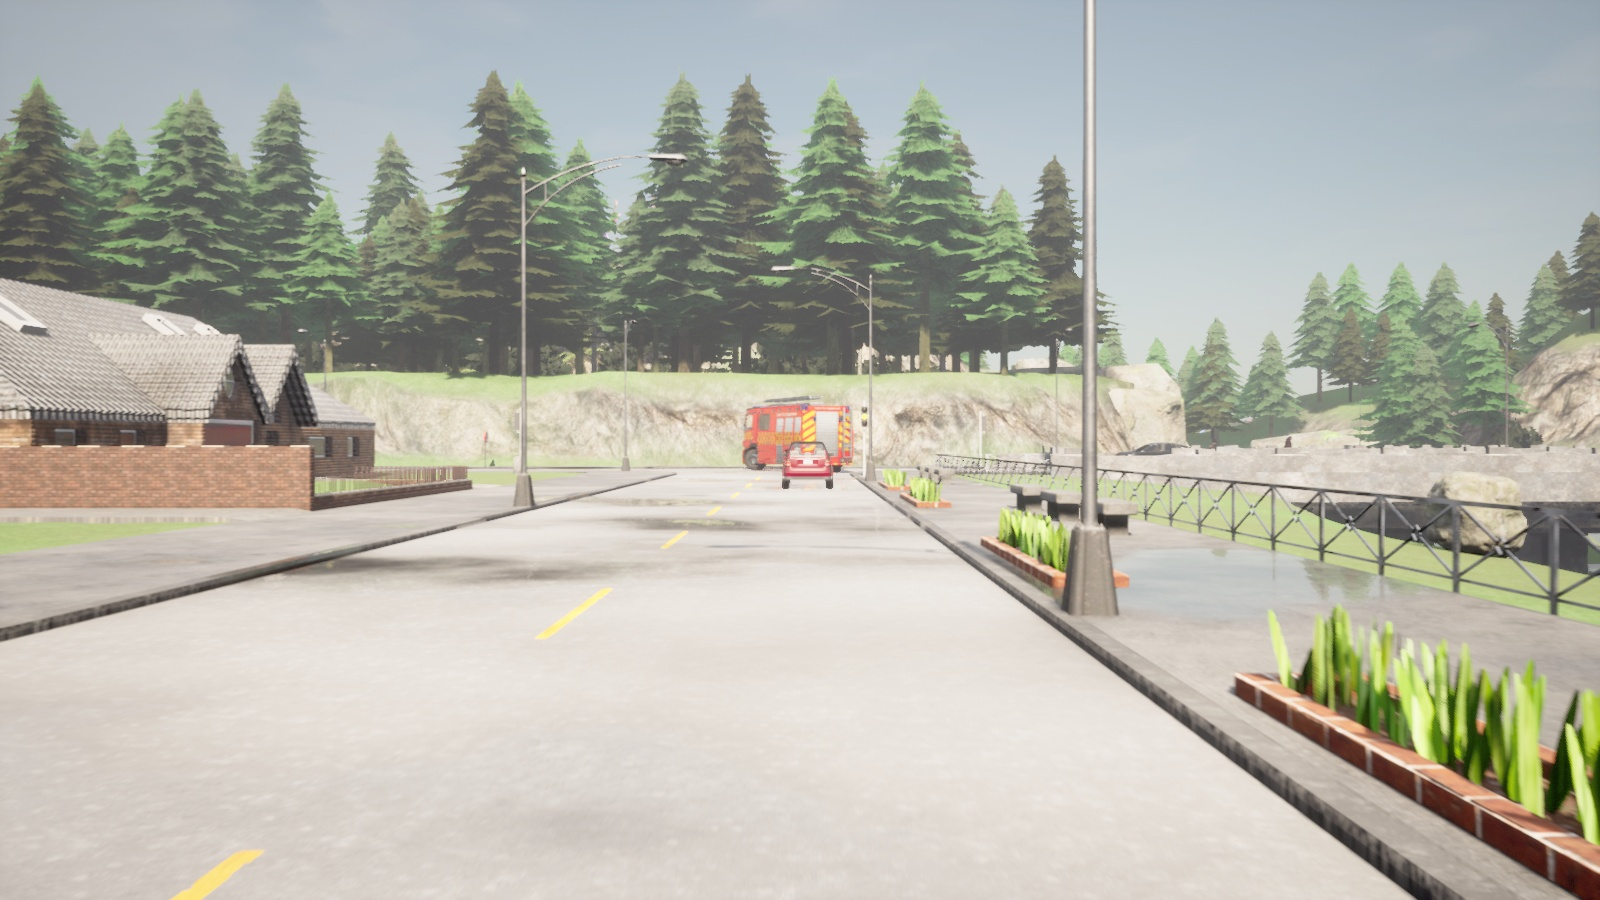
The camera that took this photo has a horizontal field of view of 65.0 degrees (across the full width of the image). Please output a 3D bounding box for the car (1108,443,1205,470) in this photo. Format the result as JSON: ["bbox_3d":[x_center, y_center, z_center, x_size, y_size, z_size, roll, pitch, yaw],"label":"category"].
[{"bbox_3d":[19.967,0.371,70.418,4.892,1.490,1.837,0,0,0],"label":"car"}]

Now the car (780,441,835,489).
[{"bbox_3d":[0.259,0.486,42.414,1.789,1.549,3.705,0,0,0],"label":"car"}]

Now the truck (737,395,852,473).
[{"bbox_3d":[-0.436,-0.789,65.747,2.891,3.827,8.468,0,0,-24],"label":"truck"}]
